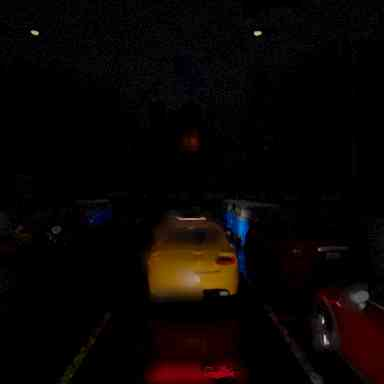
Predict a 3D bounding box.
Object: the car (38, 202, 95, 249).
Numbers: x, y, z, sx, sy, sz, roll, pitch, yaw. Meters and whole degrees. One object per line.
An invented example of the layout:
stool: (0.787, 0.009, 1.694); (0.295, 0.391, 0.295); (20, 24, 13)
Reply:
car: (-5.836, 1.431, 14.200); (1.967, 1.590, 4.097); (0, 0, 0)

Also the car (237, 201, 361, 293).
car: (2.717, 1.309, 8.807); (2.192, 1.841, 5.009); (0, 0, 0)

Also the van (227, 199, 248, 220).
van: (2.689, 1.333, 14.245); (1.690, 1.788, 3.998); (0, 0, 0)

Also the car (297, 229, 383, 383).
car: (2.746, 1.438, 3.370); (1.967, 1.590, 4.097); (0, 0, 0)

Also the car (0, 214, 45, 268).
car: (-5.807, 1.520, 8.593); (1.752, 1.417, 4.829); (0, 0, 0)

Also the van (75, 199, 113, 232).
van: (-5.865, 1.330, 19.637); (1.690, 1.788, 3.998); (0, 0, 0)

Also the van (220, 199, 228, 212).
van: (2.660, 1.330, 19.682); (1.690, 1.788, 3.998); (0, 0, 0)

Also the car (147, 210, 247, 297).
car: (0.039, 1.472, 8.635); (1.882, 1.535, 5.008); (0, 0, 0)

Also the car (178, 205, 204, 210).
car: (-0.048, 1.481, 18.137); (2.128, 1.511, 4.902); (0, 0, 0)
